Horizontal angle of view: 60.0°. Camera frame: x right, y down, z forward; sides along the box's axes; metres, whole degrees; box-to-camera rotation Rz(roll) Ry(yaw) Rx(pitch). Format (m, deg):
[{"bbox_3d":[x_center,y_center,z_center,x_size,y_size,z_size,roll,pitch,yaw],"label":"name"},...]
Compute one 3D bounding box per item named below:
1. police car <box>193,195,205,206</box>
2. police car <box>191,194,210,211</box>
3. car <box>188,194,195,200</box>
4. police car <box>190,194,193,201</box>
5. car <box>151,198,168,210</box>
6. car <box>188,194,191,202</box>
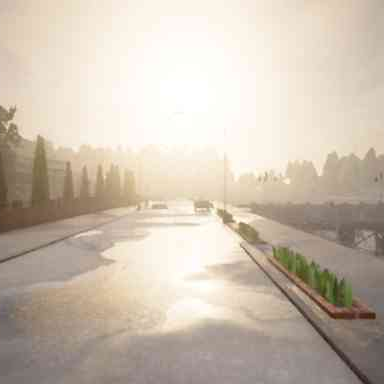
[{"bbox_3d":[1.138,1.394,57.699,1.930,1.638,5.238,-4,0,0],"label":"police car"},{"bbox_3d":[1.154,1.415,41.715,1.930,1.638,5.238,-2,-1,0],"label":"police car"},{"bbox_3d":[-0.013,1.411,89.950,1.837,1.490,4.892,0,0,0],"label":"car"},{"bbox_3d":[1.136,1.392,51.707,1.930,1.638,5.238,-4,0,0],"label":"police car"},{"bbox_3d":[-4.087,1.540,43.185,1.812,1.442,4.674,0,0,0],"label":"car"},{"bbox_3d":[-0.010,1.458,74.961,1.994,1.385,4.181,0,0,0],"label":"car"}]
